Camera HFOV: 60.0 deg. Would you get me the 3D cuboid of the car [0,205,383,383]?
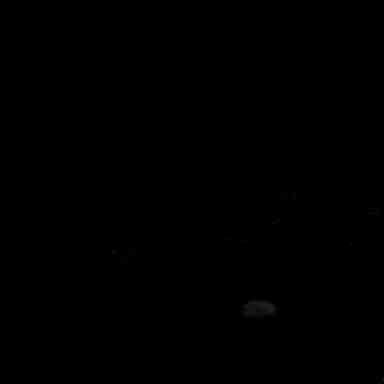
[{"bbox_3d":[0.434,1.210,3.379,5.566,2.045,2.150,0,0,-35],"label":"car"}]
